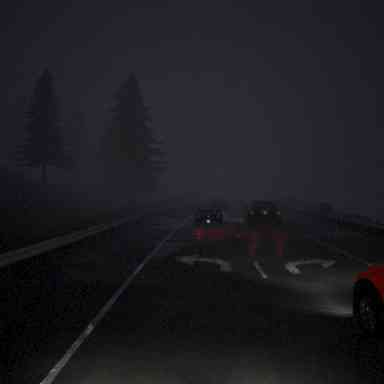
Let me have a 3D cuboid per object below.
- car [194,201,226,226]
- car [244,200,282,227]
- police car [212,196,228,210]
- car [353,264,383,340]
[{"bbox_3d":[1.231,1.570,23.350,1.895,1.301,4.718,0,0,5],"label":"car"},{"bbox_3d":[4.696,1.324,22.665,2.097,1.767,4.553,0,0,5],"label":"car"},{"bbox_3d":[3.442,1.371,41.516,1.930,1.638,5.238,0,0,9],"label":"police car"},{"bbox_3d":[3.696,1.349,3.672,2.097,1.767,4.553,0,0,1],"label":"car"}]
